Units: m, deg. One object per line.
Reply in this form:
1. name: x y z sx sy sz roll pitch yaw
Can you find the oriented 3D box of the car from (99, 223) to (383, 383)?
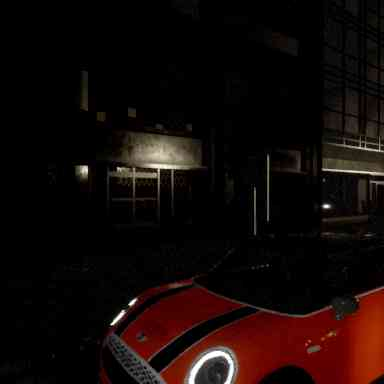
1. car: 1.233 1.351 4.168 4.553 1.767 2.097 0 0 -35
